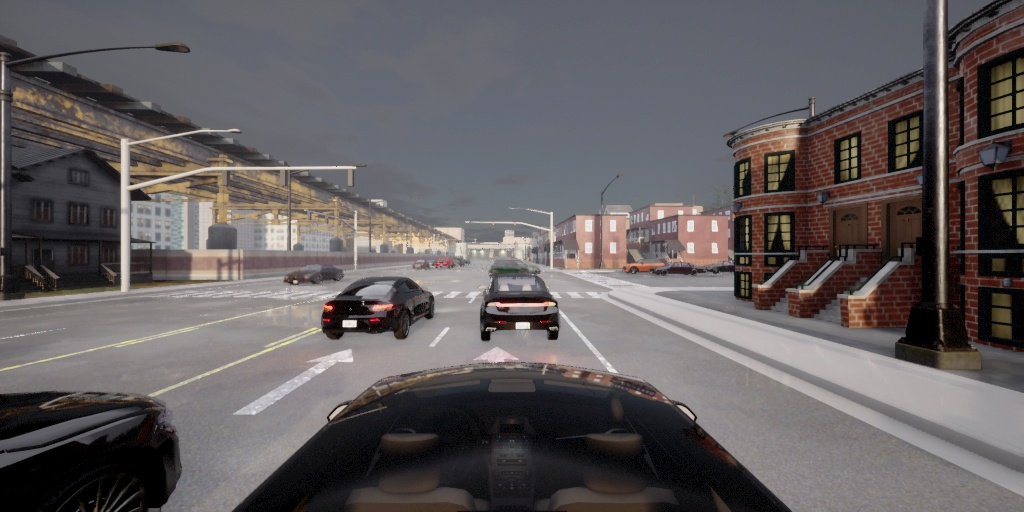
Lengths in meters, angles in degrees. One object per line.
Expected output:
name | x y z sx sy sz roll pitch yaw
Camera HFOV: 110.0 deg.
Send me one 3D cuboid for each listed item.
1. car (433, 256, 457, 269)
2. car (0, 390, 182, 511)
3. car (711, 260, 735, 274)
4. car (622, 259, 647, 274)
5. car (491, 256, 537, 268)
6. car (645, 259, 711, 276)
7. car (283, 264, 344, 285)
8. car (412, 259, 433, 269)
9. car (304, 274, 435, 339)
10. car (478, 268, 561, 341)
car | -10.737 0.972 57.273 2.150 2.045 5.566 0 0 0
car | -3.395 1.242 0.668 2.128 1.511 4.902 0 0 0
car | 23.890 1.241 40.226 4.902 1.511 2.128 0 0 0
car | 14.743 1.102 40.198 4.553 1.767 2.097 0 0 0
car | 0.276 1.102 31.620 4.553 1.767 2.097 0 0 29
car | 16.899 1.297 36.715 5.357 1.411 2.033 0 0 0
car | -14.168 1.297 26.089 2.033 1.411 5.357 0 0 0
car | -14.238 1.276 56.391 1.812 1.442 4.674 0 0 0
car | -3.450 1.276 9.935 1.812 1.442 4.674 0 0 0
car | 0.092 1.242 9.902 2.128 1.511 4.902 0 0 -3
